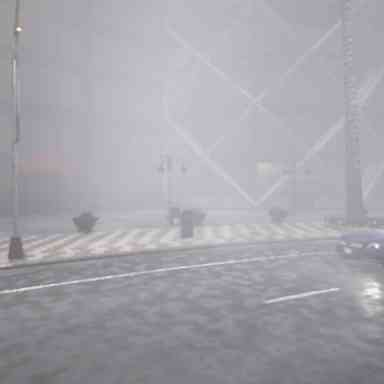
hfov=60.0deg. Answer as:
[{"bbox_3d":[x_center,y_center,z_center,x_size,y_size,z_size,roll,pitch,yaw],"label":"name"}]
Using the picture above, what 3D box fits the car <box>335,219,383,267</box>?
[{"bbox_3d":[6.822,1.458,10.456,4.674,1.442,1.812,0,0,-17],"label":"car"}]
